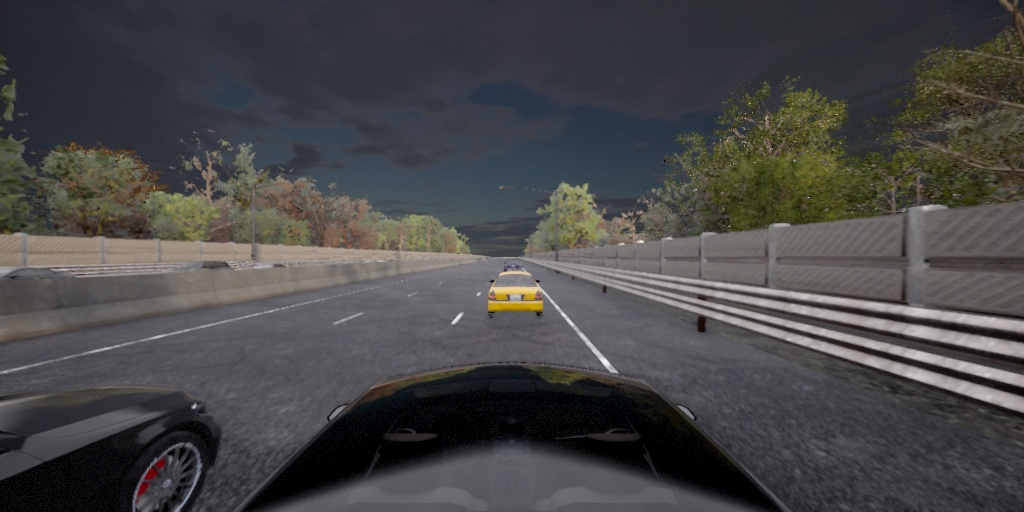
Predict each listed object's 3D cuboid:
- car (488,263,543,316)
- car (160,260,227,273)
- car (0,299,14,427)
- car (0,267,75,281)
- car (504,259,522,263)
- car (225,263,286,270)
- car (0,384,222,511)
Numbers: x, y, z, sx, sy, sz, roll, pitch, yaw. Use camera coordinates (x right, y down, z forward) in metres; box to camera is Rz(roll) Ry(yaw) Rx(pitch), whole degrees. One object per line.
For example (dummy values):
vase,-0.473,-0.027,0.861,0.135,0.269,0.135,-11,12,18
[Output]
car,0.108,1.209,13.238,1.801,1.575,5.366,0,0,0
car,-21.065,1.109,24.070,2.097,1.767,4.553,0,0,0
car,-6.898,1.255,1.855,1.837,1.490,4.892,0,0,0
car,-24.584,1.281,17.615,1.812,1.442,4.674,0,0,0
car,0.126,1.112,41.670,2.097,1.767,4.553,0,0,0
car,-17.559,1.283,25.628,1.812,1.442,4.674,0,0,0
car,-3.386,1.276,1.065,1.812,1.442,4.674,0,0,0
